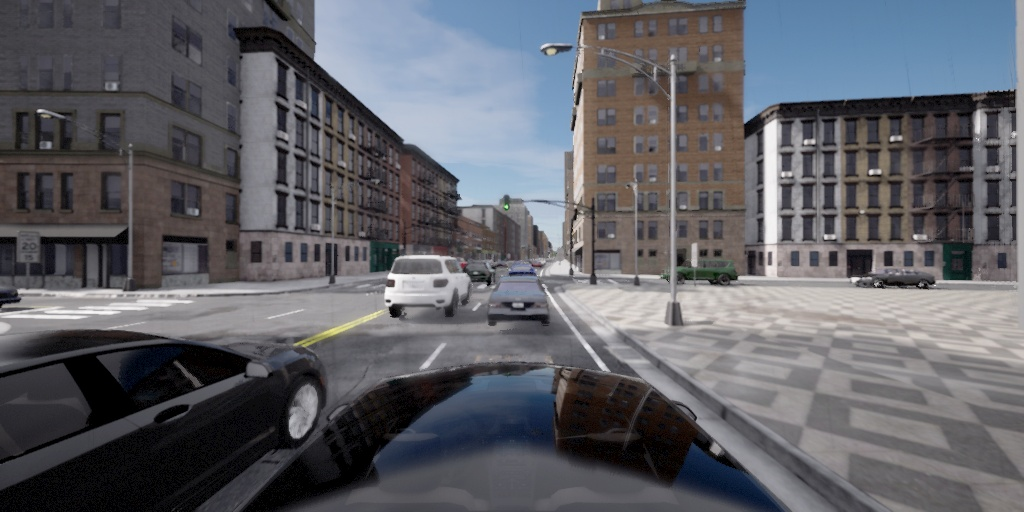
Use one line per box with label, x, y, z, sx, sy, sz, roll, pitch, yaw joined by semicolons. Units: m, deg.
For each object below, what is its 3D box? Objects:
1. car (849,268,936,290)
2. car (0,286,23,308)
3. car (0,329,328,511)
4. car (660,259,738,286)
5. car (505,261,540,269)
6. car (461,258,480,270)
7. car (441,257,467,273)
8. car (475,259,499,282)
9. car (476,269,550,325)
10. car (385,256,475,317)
car;28.355;1.680;26.831;4.902;1.511;2.128;1;0;7
car;-20.242;1.203;12.072;5.357;1.411;2.033;1;0;0
car;-3.115;1.259;2.332;1.837;1.490;4.892;0;0;0
car;14.820;1.279;28.560;5.566;2.045;2.150;1;0;7
car;0.756;1.328;25.082;1.882;1.535;5.008;0;0;3
car;-6.563;1.297;57.259;2.097;1.767;4.553;0;0;7
car;-7.608;1.145;47.314;2.150;2.045;5.566;0;0;4
car;-2.393;1.209;26.978;2.097;1.767;4.553;0;0;3
car;0.239;1.343;11.913;2.033;1.411;5.357;0;0;2
car;-2.939;1.022;13.615;2.150;2.045;5.566;0;0;1
